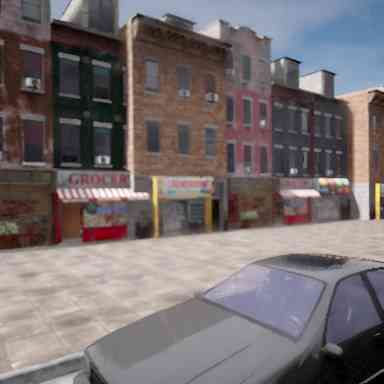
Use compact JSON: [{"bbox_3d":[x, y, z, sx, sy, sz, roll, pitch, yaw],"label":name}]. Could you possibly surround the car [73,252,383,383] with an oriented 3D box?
[{"bbox_3d":[1.461,1.547,4.126,5.357,1.411,2.033,0,0,-36],"label":"car"}]
